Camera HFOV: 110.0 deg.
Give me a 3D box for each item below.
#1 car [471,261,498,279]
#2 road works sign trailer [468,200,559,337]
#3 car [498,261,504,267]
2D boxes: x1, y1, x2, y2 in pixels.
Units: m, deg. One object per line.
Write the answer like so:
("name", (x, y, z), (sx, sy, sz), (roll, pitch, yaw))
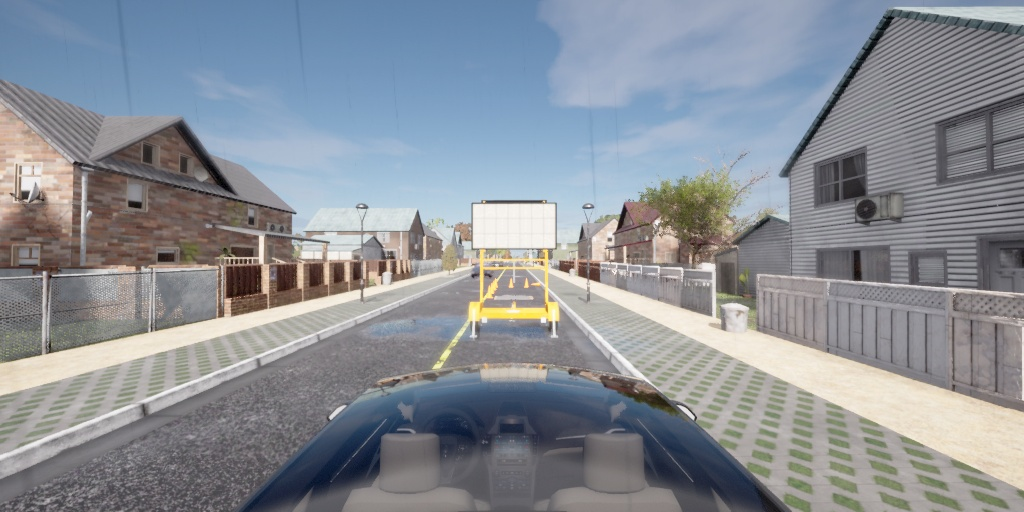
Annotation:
("car", (-2.685, 1.348, 33.449), (2.033, 1.411, 5.357), (0, 0, 0))
("road works sign trailer", (0.060, 0.220, 10.240), (2.380, 3.560, 2.880), (0, 0, 1))
("car", (-2.451, 1.386, 59.836), (2.128, 1.511, 4.902), (0, 0, 0))
